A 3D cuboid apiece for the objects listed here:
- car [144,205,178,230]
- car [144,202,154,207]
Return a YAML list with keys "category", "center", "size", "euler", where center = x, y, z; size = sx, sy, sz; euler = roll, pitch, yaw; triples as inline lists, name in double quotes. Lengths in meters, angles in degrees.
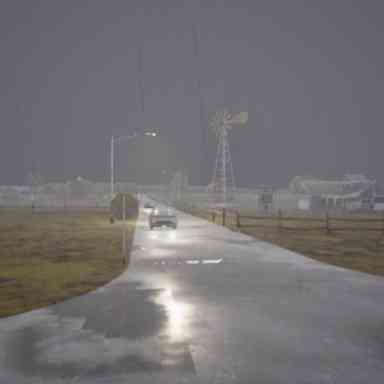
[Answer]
- category: "car"
  center: [-2.206, 1.896, 24.181]
  size: [2.033, 1.411, 5.357]
  euler: [0, -1, -9]
- category: "car"
  center: [-7.626, 2.440, 59.478]
  size: [2.033, 1.411, 5.357]
  euler: [0, -1, -9]
